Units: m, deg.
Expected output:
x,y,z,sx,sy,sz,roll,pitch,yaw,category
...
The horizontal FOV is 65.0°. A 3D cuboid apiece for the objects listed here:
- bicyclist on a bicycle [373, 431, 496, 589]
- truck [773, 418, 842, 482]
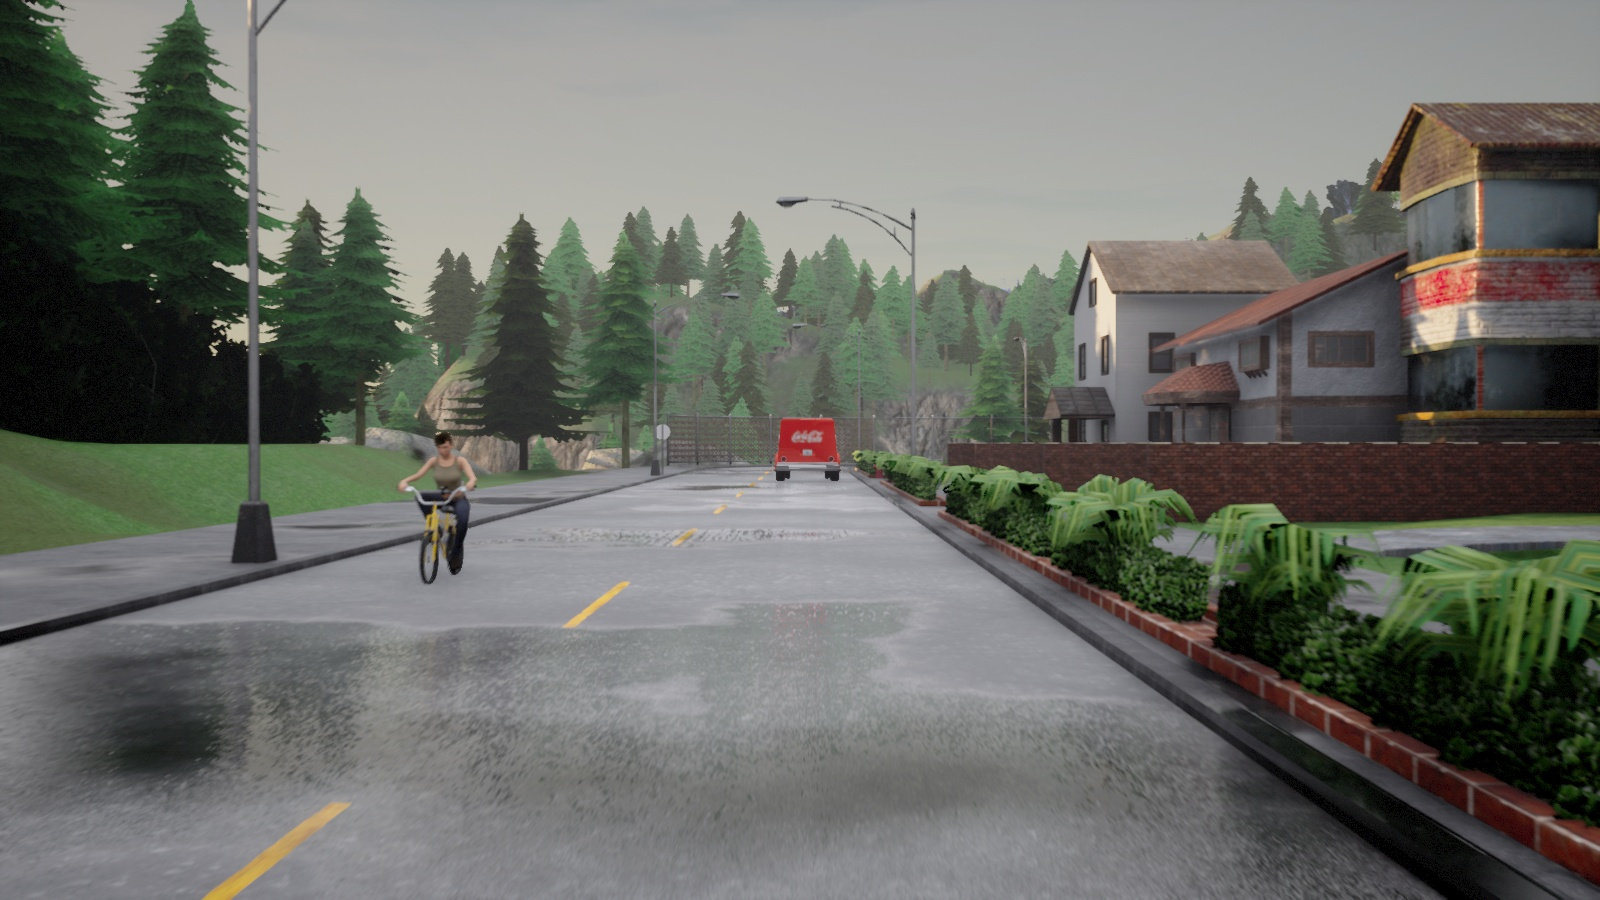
x,y,z,sx,sy,sz,roll,pitch,yaw,category
-3.903,0.604,13.536,0.866,1.612,1.509,0,0,1,bicyclist on a bicycle
0.306,-0.026,50.776,2.627,2.467,5.204,0,0,0,truck
